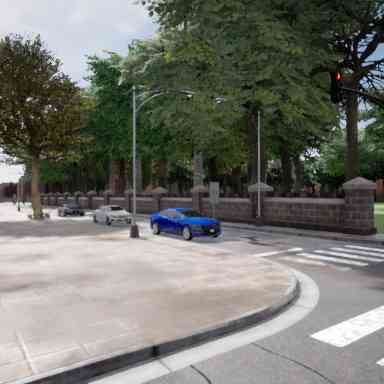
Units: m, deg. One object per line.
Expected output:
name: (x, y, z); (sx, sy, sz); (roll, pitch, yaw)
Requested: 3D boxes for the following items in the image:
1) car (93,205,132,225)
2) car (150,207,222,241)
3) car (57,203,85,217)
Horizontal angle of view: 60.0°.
car: (-6.398, 1.763, 26.337); (1.812, 1.442, 4.674); (0, 0, -35)
car: (-0.471, 1.614, 18.034); (1.882, 1.535, 5.008); (0, 0, -36)
car: (-12.987, 1.927, 35.609); (1.994, 1.385, 4.181); (0, -1, -35)
